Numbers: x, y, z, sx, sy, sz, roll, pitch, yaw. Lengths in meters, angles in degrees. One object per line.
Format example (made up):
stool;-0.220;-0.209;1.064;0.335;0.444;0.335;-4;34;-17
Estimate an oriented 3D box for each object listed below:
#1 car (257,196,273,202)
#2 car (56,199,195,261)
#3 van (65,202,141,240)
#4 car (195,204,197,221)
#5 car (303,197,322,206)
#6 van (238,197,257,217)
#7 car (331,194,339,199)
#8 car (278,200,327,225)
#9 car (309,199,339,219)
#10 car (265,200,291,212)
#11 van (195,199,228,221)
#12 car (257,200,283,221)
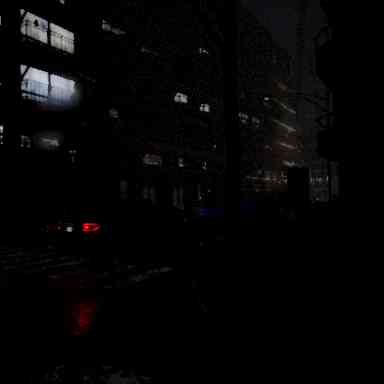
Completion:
car;7.744;1.438;37.449;2.192;1.841;5.009;-1;0;34
car;-2.452;1.277;12.935;2.150;2.045;5.566;-1;-1;34
van;-4.912;1.495;18.771;1.690;1.788;3.998;-1;0;34
car;-1.744;1.727;23.439;1.802;1.307;4.206;-1;0;34
car;20.308;1.625;55.985;1.752;1.417;4.829;-1;-1;34
van;4.581;1.471;32.780;1.690;1.788;3.998;-1;0;34
car;17.431;1.270;37.699;2.192;1.841;5.009;-1;-1;34
car;8.037;1.501;23.831;1.752;1.417;4.829;-1;0;34
car;11.106;1.513;28.359;1.887;1.381;4.507;-1;0;34
car;10.912;1.699;42.117;1.802;1.307;4.206;-1;0;34
van;1.417;1.479;28.110;1.690;1.788;3.998;-1;0;34
car;7.324;1.591;27.358;1.994;1.385;4.181;-1;-1;34
